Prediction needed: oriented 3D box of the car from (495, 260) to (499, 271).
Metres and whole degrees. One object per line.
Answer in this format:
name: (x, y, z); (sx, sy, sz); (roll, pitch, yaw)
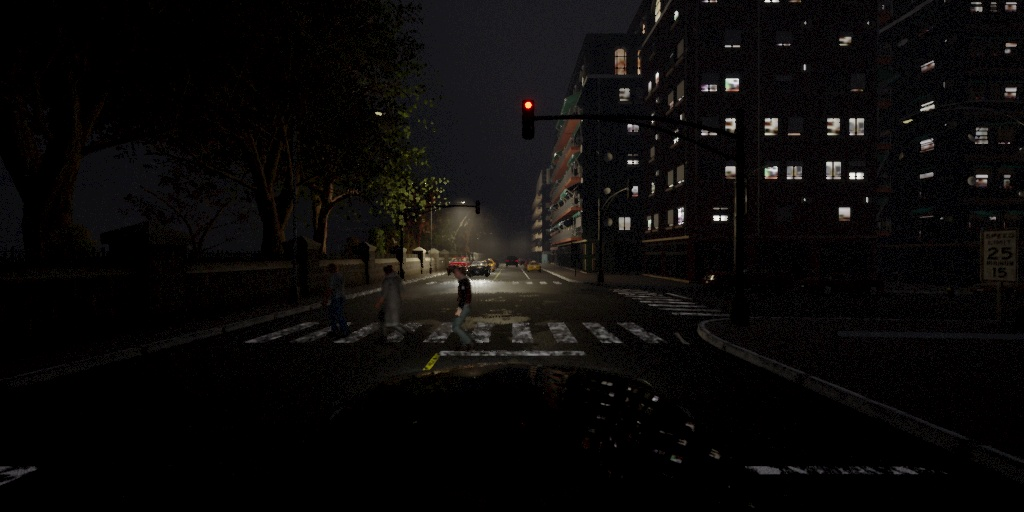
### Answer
car: (-3.092, 1.236, 45.802); (1.882, 1.535, 5.008); (0, 0, 0)

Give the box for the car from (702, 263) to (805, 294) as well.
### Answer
car: (14.598, 1.338, 22.236); (5.009, 1.841, 2.192); (0, 0, 0)

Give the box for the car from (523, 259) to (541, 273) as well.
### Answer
car: (2.689, 1.283, 44.526); (1.751, 1.417, 4.829); (0, 0, 0)

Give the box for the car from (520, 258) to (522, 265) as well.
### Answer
car: (2.689, 1.316, 55.427); (2.007, 1.370, 4.403); (0, 0, 0)

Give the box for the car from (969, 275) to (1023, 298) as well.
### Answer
car: (31.515, 1.857, 22.290); (4.829, 1.417, 1.751); (0, 0, 0)

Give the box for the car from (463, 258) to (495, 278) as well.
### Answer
car: (-3.088, 1.245, 34.761); (2.128, 1.511, 4.902); (0, 0, 0)

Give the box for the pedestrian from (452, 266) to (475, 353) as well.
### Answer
pedestrian: (-0.988, 1.043, 7.392); (0.375, 1.860, 0.375); (0, 0, 0)

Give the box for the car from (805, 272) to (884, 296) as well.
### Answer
car: (20.293, 1.671, 22.255); (4.507, 1.381, 1.888); (0, 0, 0)

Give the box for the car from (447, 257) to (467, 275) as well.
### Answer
car: (-5.691, 1.069, 38.820); (2.192, 1.841, 5.009); (0, 0, 0)

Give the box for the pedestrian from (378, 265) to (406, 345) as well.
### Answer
pedestrian: (-2.679, 1.043, 8.041); (0.375, 1.860, 0.375); (0, 0, 0)

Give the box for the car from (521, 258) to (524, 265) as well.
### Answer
car: (2.689, 1.306, 49.891); (1.888, 1.381, 4.507); (0, 0, 0)

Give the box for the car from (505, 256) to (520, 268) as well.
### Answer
car: (-0.001, 0.993, 63.751); (2.150, 2.045, 5.566); (0, 0, 0)

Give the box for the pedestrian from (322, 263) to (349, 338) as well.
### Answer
pedestrian: (-4.234, 1.043, 8.640); (0.375, 1.860, 0.375); (0, 0, 0)
